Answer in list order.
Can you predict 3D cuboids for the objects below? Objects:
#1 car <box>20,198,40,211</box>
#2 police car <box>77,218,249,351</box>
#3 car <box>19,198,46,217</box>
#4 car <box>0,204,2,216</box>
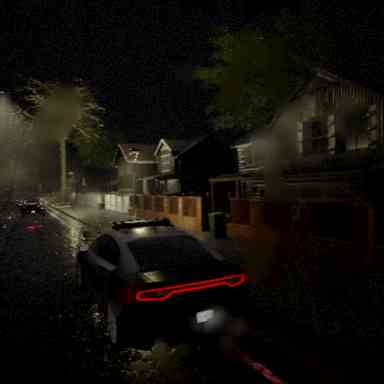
[{"bbox_3d":[-19.327,1.439,39.616,1.994,1.385,4.181,-2,1,-28],"label":"car"},{"bbox_3d":[-1.015,1.342,6.464,1.930,1.638,5.238,-2,1,-27],"label":"police car"},{"bbox_3d":[-14.379,1.400,30.003,1.837,1.490,4.892,-2,1,-27],"label":"car"},{"bbox_3d":[-17.081,1.484,27.679,2.128,1.511,4.902,-2,1,-27],"label":"car"}]
